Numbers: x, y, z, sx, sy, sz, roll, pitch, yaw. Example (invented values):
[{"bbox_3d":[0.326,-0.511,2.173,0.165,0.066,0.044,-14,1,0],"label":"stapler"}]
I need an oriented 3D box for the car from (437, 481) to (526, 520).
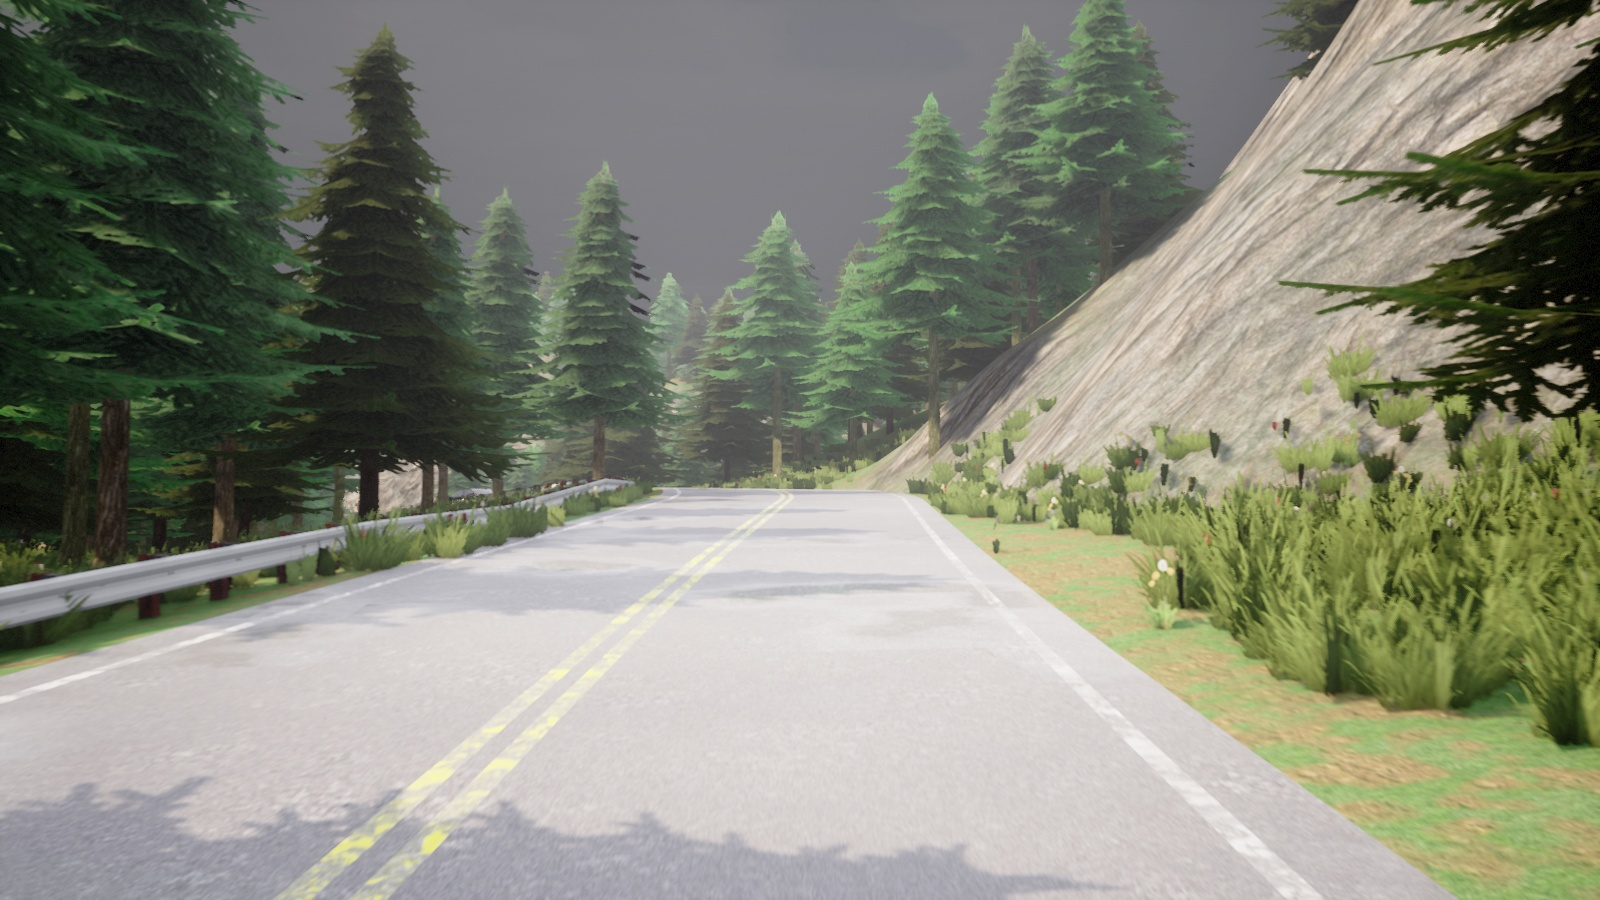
[{"bbox_3d":[-16.333,2.611,64.239,4.792,1.488,2.163,-10,-10,43],"label":"car"}]
